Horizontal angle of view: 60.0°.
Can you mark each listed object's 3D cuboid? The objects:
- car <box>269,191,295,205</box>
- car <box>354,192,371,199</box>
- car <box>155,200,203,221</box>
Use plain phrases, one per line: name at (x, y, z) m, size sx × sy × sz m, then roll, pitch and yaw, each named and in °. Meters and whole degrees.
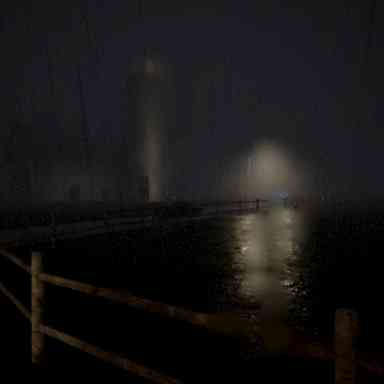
car at (13.830, 0.896, 50.886) m, size 2.150 × 2.045 × 5.566 m, roll -1°, pitch 0°, yaw 37°
car at (39.341, 0.944, 77.655) m, size 2.033 × 1.411 × 5.357 m, roll -1°, pitch 0°, yaw 42°
car at (-0.965, 1.358, 25.713) m, size 1.812 × 1.442 × 4.674 m, roll -1°, pitch 0°, yaw 34°
